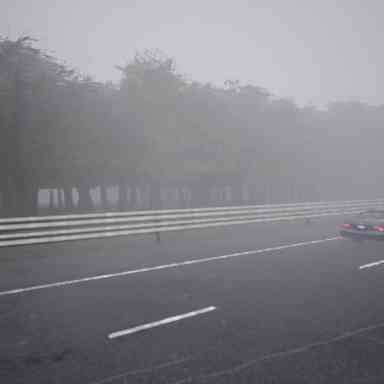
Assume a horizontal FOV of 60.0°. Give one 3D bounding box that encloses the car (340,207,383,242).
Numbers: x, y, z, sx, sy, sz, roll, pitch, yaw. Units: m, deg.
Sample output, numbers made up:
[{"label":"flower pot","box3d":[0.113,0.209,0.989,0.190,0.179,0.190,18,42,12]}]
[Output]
[{"label":"car","box3d":[8.471,1.343,14.016,5.357,1.411,2.033,-1,1,-35]}]
